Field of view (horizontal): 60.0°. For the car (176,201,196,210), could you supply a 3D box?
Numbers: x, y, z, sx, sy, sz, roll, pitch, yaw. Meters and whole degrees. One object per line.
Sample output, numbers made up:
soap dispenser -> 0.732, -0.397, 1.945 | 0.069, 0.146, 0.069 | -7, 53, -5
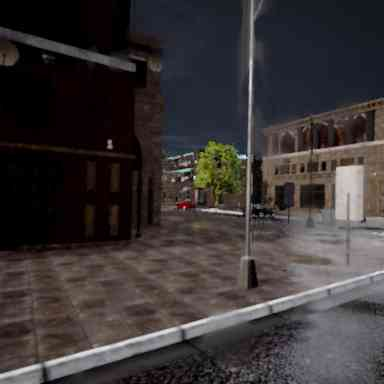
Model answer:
car -> -0.937, 1.990, 50.318 | 1.887, 1.381, 4.507 | 2, -1, -27

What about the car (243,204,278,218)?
car -> 7.071, 1.955, 34.805 | 2.008, 1.369, 4.403 | 2, -1, -27
